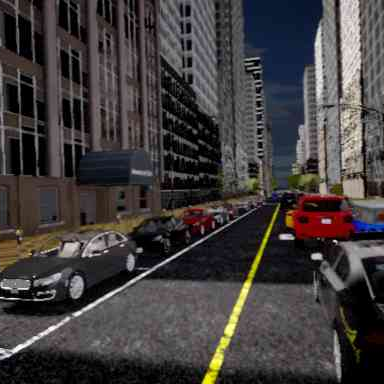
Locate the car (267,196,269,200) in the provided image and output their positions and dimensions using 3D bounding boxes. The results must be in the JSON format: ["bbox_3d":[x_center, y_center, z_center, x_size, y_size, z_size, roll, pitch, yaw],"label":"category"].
[{"bbox_3d":[16.823,1.594,79.636,1.752,1.417,4.829,-2,-1,16],"label":"car"}]

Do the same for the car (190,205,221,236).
[{"bbox_3d":[0.147,1.686,19.558,1.887,1.381,4.507,-2,-1,16],"label":"car"}]

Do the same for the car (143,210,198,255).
[{"bbox_3d":[-1.373,1.713,14.081,1.947,1.339,4.313,-2,-1,16],"label":"car"}]

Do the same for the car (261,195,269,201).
[{"bbox_3d":[19.910,1.619,90.753,1.947,1.339,4.313,-2,-1,16],"label":"car"}]

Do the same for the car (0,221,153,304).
[{"bbox_3d":[-2.894,1.704,8.605,2.008,1.369,4.403,-2,-1,16],"label":"car"}]

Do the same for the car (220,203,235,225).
[{"bbox_3d":[1.667,1.685,25.034,2.008,1.369,4.403,-2,-1,16],"label":"car"}]

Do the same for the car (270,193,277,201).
[{"bbox_3d":[21.136,1.198,85.123,2.150,2.045,5.566,-2,-1,16],"label":"car"}]

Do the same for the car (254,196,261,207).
[{"bbox_3d":[9.268,1.653,52.417,2.008,1.369,4.403,-2,-1,16],"label":"car"}]

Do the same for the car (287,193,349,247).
[{"bbox_3d":[5.529,1.161,14.615,2.150,2.045,5.566,-2,0,15],"label":"car"}]

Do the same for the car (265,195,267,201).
[{"bbox_3d":[13.825,1.522,68.848,1.967,1.590,4.097,-2,-1,16],"label":"car"}]

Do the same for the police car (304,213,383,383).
[{"bbox_3d":[2.959,1.372,5.049,1.930,1.638,5.238,-2,0,16],"label":"police car"}]

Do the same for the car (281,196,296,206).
[{"bbox_3d":[15.490,1.410,53.545,2.128,1.511,4.902,-2,0,16],"label":"car"}]

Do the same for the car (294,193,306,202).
[{"bbox_3d":[23.411,1.125,72.085,2.192,1.841,5.009,-2,-1,16],"label":"car"}]

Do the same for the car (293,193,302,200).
[{"bbox_3d":[27.977,1.229,88.513,1.967,1.590,4.097,-2,-1,16],"label":"car"}]

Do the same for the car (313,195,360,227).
[{"bbox_3d":[9.729,1.185,22.796,2.192,1.841,5.009,-2,-1,16],"label":"car"}]

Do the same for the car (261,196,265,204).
[{"bbox_3d":[12.310,1.671,63.370,1.802,1.307,4.206,-2,-1,16],"label":"car"}]

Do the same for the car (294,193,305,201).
[{"bbox_3d":[24.931,1.118,77.562,2.192,1.841,5.009,-2,-1,16],"label":"car"}]

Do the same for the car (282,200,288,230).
[{"bbox_3d":[6.961,1.421,20.535,1.882,1.535,5.008,-2,-1,22],"label":"car"}]

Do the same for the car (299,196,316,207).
[{"bbox_3d":[17.339,1.388,50.176,2.008,1.369,4.403,-2,-1,16],"label":"car"}]

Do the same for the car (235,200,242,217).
[{"bbox_3d":[3.189,1.710,30.511,1.802,1.307,4.206,-2,-1,16],"label":"car"}]

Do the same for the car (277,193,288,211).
[{"bbox_3d":[11.882,1.155,40.533,2.150,2.045,5.566,-2,-1,16],"label":"car"}]

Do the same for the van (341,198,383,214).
[{"bbox_3d":[6.690,1.224,11.842,1.690,1.788,3.998,-2,-1,16],"label":"van"}]

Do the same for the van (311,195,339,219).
[{"bbox_3d":[11.250,1.205,28.272,1.690,1.788,3.998,-2,-1,16],"label":"van"}]

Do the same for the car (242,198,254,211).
[{"bbox_3d":[6.228,1.666,41.464,2.008,1.369,4.403,-2,-1,16],"label":"car"}]
